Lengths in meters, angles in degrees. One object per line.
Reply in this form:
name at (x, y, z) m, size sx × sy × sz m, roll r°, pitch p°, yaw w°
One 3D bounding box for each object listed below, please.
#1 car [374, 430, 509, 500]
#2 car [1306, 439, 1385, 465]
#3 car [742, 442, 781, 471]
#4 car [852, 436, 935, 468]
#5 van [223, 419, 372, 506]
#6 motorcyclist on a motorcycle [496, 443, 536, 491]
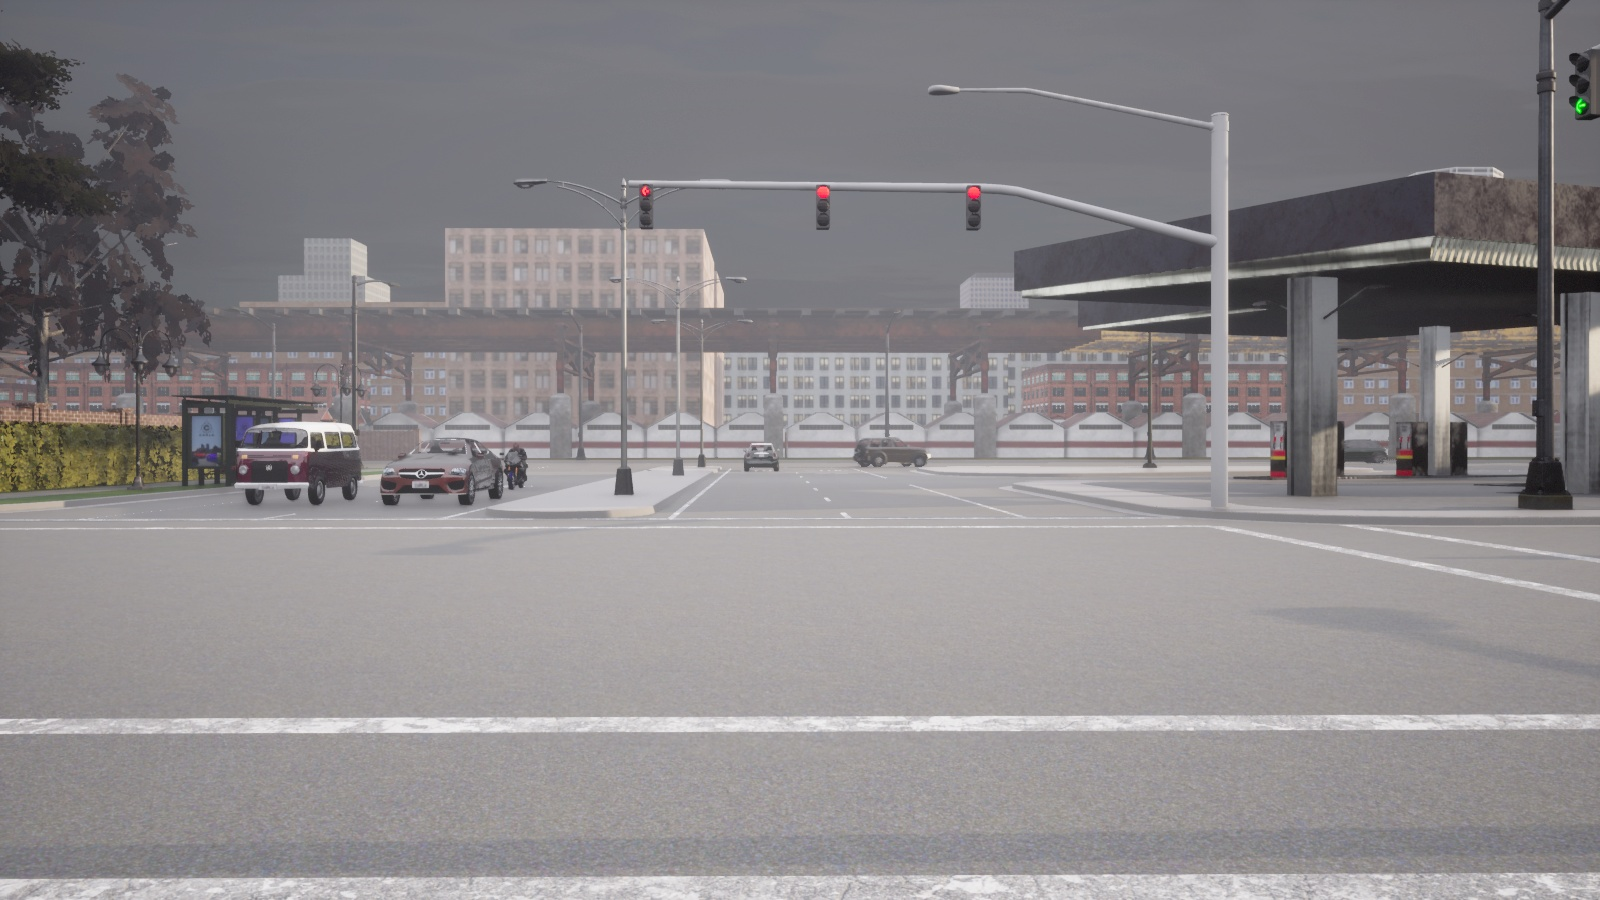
car at (-9.015, 0.337, 32.078) m, size 2.152 × 1.651 × 5.027 m, roll 0°, pitch 0°, yaw -2°
car at (37.565, 0.147, 86.491) m, size 4.553 × 1.767 × 2.097 m, roll 0°, pitch 1°, yaw 5°
car at (-2.051, 0.333, 66.845) m, size 1.970 × 1.475 × 3.806 m, roll 0°, pitch 0°, yaw -2°
car at (5.590, 0.143, 75.205) m, size 4.605 × 1.855 × 1.932 m, roll 0°, pitch 0°, yaw -23°
van at (-12.501, 0.282, 31.579) m, size 2.069 × 2.038 × 4.480 m, roll 0°, pitch 0°, yaw -2°
motorcyclist on a motorcycle at (-9.259, 0.543, 41.008) m, size 0.866 × 1.530 × 2.191 m, roll 0°, pitch 0°, yaw -2°
